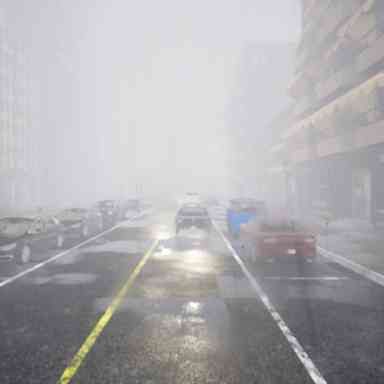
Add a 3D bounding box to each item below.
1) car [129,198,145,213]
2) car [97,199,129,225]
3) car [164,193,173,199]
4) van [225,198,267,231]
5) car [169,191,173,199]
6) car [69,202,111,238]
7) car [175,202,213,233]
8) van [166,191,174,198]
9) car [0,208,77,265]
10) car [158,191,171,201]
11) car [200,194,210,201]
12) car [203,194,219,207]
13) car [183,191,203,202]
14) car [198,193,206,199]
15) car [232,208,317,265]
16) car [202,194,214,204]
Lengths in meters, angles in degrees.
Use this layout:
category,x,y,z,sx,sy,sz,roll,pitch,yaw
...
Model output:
category,x,y,z,sx,sy,sz,roll,pitch,yaw
car,-5.759,1.313,33.235,1.947,1.339,4.313,0,0,0
car,-5.737,1.271,22.189,1.967,1.590,4.097,0,0,0
car,-5.863,0.975,82.940,1.947,1.339,4.313,0,0,0
van,2.655,1.208,16.681,1.690,1.788,3.998,0,0,0
car,-5.853,0.759,77.415,2.192,1.841,5.009,0,0,0
car,-5.725,1.424,16.667,2.008,1.369,4.403,0,0,0
car,0.062,1.454,18.690,1.895,1.301,4.718,0,0,0
van,-5.875,0.715,88.461,1.690,1.788,3.998,0,0,0
car,-5.714,1.467,11.143,2.008,1.369,4.403,0,0,0
car,-5.828,1.082,66.372,1.947,1.339,4.313,0,0,0
car,2.552,1.055,66.388,1.887,1.381,4.507,0,0,0
car,2.599,1.226,44.297,1.947,1.339,4.313,0,0,0
car,0.014,0.890,43.346,2.150,2.045,5.566,0,0,0
car,2.517,0.947,82.956,1.887,1.381,4.507,0,0,0
car,2.667,1.454,11.160,1.887,1.381,4.507,0,0,0
car,2.574,1.108,55.513,1.752,1.417,4.829,0,0,0
